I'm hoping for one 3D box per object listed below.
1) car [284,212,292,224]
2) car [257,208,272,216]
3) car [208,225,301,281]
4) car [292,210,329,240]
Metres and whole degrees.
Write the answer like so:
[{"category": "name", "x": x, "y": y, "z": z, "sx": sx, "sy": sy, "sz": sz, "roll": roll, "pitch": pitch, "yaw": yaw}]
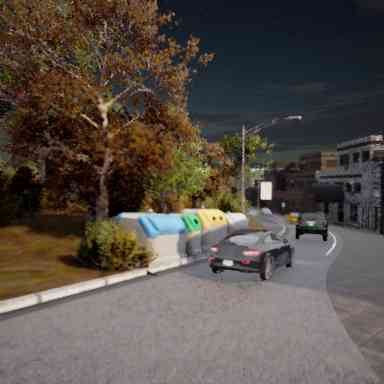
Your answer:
[{"category": "car", "x": 13.808, "y": 3.498, "z": 45.022, "sx": 1.882, "sy": 1.535, "sz": 5.008, "roll": 1, "pitch": -1, "yaw": 6}, {"category": "car", "x": 13.539, "y": 3.690, "z": 62.399, "sx": 1.812, "sy": 1.442, "sz": 4.674, "roll": 0, "pitch": 0, "yaw": -5}, {"category": "car", "x": 2.188, "y": 1.989, "z": 11.488, "sx": 1.812, "sy": 1.442, "sz": 4.674, "roll": 1, "pitch": -3, "yaw": 30}, {"category": "car", "x": 9.141, "y": 2.434, "z": 25.367, "sx": 2.150, "sy": 2.045, "sz": 5.566, "roll": 1, "pitch": -2, "yaw": 21}]
